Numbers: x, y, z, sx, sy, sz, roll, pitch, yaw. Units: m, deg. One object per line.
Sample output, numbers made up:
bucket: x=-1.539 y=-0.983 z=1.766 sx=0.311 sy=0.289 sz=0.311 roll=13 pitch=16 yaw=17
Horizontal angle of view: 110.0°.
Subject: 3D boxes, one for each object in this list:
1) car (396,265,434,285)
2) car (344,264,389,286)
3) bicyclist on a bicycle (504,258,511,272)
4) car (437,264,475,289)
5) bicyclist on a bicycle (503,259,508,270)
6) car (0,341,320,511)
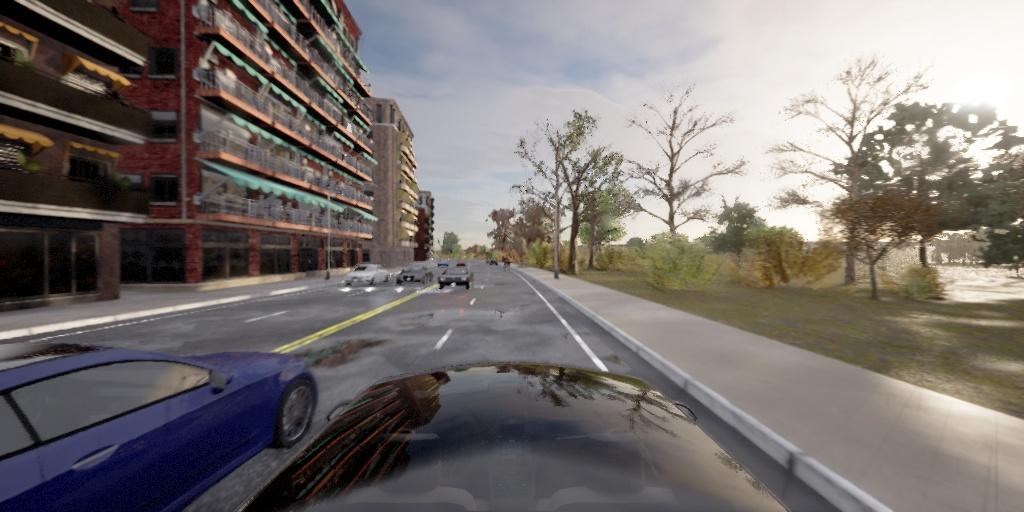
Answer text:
car: x=-6.994 y=1.353 z=26.082 sx=1.994 sy=1.385 sz=4.181 roll=0 pitch=0 yaw=-2
car: x=-10.232 y=1.316 z=25.617 sx=1.812 sy=1.442 sz=4.674 roll=0 pitch=0 yaw=-2
bicyclist on a bicycle: x=-0.410 y=1.175 z=45.768 sx=0.659 sy=1.776 sz=1.843 roll=0 pitch=0 yaw=-4
car: x=-3.450 y=1.383 z=23.030 sx=1.895 sy=1.301 sz=4.718 roll=0 pitch=0 yaw=-2
bicyclist on a bicycle: x=-1.031 y=1.266 z=54.907 sx=0.582 sy=1.620 sz=1.656 roll=0 pitch=0 yaw=-4
car: x=-3.153 y=1.278 z=2.246 sx=1.812 sy=1.442 sz=4.674 roll=0 pitch=0 yaw=0
